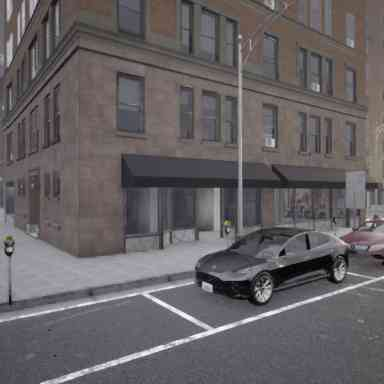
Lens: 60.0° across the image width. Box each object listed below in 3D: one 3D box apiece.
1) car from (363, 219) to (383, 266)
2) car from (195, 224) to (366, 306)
[{"bbox_3d":[6.540,1.581,11.267,4.206,1.307,1.802,0,0,-36],"label":"car"},{"bbox_3d":[2.077,1.565,8.049,4.313,1.339,1.947,0,0,-36],"label":"car"}]
